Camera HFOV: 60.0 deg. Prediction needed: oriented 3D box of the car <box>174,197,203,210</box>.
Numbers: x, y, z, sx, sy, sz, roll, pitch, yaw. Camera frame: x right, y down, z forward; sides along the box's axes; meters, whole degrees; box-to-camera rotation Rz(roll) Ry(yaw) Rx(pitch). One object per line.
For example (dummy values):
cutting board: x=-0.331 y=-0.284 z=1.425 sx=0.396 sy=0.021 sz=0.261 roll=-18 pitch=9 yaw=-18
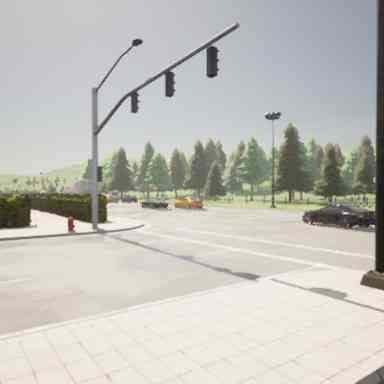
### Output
car: x=-0.533 y=1.422 z=42.660 sx=1.882 sy=1.535 sz=5.008 roll=0 pitch=0 yaw=-34

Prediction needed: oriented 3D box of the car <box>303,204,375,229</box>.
car: x=9.209 y=1.480 z=21.107 sx=1.812 sy=1.442 sz=4.674 roll=0 pitch=0 yaw=-28

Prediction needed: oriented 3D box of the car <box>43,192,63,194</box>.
car: x=-23.800 y=1.190 z=57.828 sx=2.150 sy=2.045 sz=5.566 roll=0 pitch=0 yaw=-34

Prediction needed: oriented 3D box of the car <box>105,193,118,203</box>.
car: x=-16.424 y=1.422 z=65.661 sx=1.882 sy=1.535 sz=5.008 roll=0 pitch=0 yaw=-34

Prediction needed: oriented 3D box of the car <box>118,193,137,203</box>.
car: x=-12.478 y=1.441 z=66.072 sx=1.837 sy=1.490 sz=4.892 roll=0 pitch=0 yaw=-34

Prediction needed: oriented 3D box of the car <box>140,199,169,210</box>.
car: x=-4.939 y=1.553 z=42.904 sx=1.895 sy=1.301 sz=4.718 roll=0 pitch=0 yaw=-34
